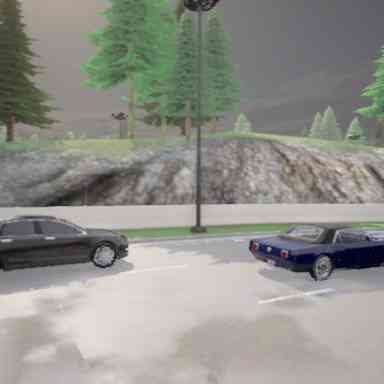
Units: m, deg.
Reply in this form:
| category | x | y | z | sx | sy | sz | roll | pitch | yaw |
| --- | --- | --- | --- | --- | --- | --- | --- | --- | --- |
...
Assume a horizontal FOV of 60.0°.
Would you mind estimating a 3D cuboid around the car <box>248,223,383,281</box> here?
| category | x | y | z | sx | sy | sz | roll | pitch | yaw |
| --- | --- | --- | --- | --- | --- | --- | --- | --- | --- |
| car | 4.084 | 1.541 | 9.495 | 4.718 | 1.301 | 1.895 | 0 | 0 | -24 |

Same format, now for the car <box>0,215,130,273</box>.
| category | x | y | z | sx | sy | sz | roll | pitch | yaw |
| --- | --- | --- | --- | --- | --- | --- | --- | --- | --- |
| car | -4.169 | 1.402 | 9.284 | 4.892 | 1.490 | 1.837 | 0 | 0 | -33 |
